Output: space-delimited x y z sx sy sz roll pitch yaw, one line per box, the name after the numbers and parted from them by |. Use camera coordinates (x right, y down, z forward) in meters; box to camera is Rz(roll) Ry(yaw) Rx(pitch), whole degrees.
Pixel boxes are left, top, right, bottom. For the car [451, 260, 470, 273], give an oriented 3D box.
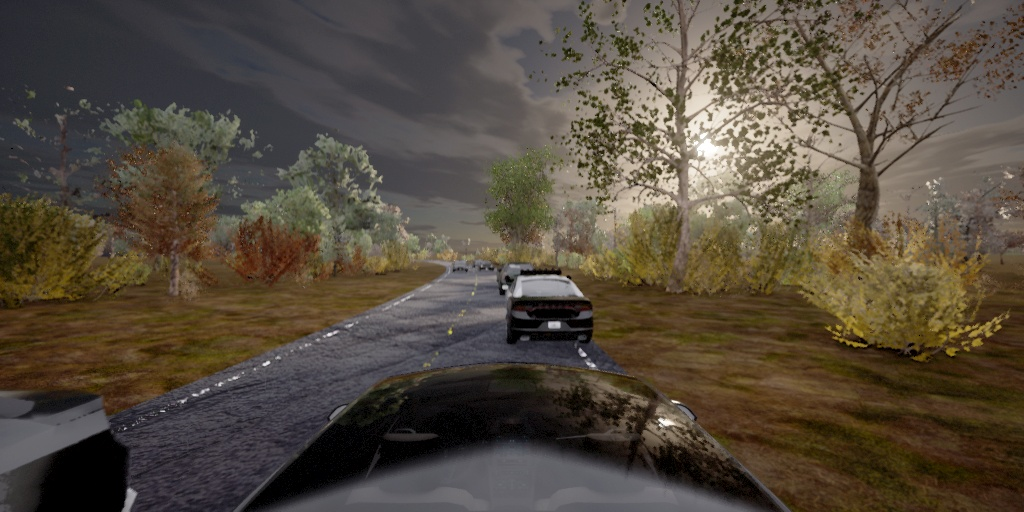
-6.100 1.224 42.482 1.837 1.490 4.892 0 0 -8 | car

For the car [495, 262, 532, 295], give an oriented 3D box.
0.301 1.087 19.661 2.097 1.767 4.553 0 0 -4 | car

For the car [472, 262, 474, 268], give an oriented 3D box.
-5.561 1.251 58.869 2.033 1.411 5.357 0 0 -11 | car

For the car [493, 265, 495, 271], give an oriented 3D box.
-0.142 1.237 25.722 1.837 1.490 4.892 0 0 -5 | car

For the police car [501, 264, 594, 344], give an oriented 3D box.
0.769 1.169 9.733 1.930 1.638 5.238 0 0 -2 | police car

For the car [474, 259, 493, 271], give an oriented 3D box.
-3.471 1.315 46.629 1.895 1.301 4.718 0 0 -9 | car
